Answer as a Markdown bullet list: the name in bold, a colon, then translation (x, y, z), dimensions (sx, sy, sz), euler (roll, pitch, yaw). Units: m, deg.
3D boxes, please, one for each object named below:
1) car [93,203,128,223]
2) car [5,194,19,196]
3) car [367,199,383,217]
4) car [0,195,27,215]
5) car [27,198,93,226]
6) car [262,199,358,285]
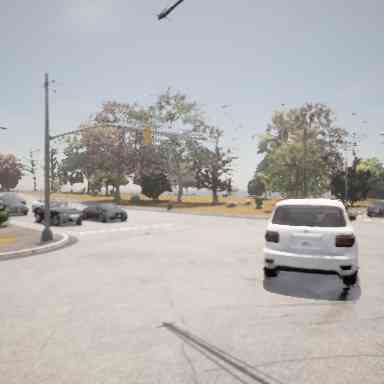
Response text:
- **car**: translation (-6.751, 1.549, 25.740), dimensions (4.181, 1.385, 1.994), euler (1, 1, 44)
- **car**: translation (-21.682, 0.963, 40.065), dimensions (5.357, 1.411, 2.033), euler (3, 3, 43)
- **car**: translation (17.474, 1.459, 30.283), dimensions (1.837, 1.490, 4.892), euler (0, 0, 42)
- **car**: translation (-16.552, 1.326, 30.290), dimensions (4.674, 1.442, 1.812), euler (2, 2, 44)
- **car**: translation (-9.406, 1.480, 23.438), dimensions (4.902, 1.511, 2.128), euler (1, 1, 44)
- **car**: translation (3.534, 1.218, 9.788), dimensions (2.150, 2.045, 5.566), euler (0, 0, 23)
